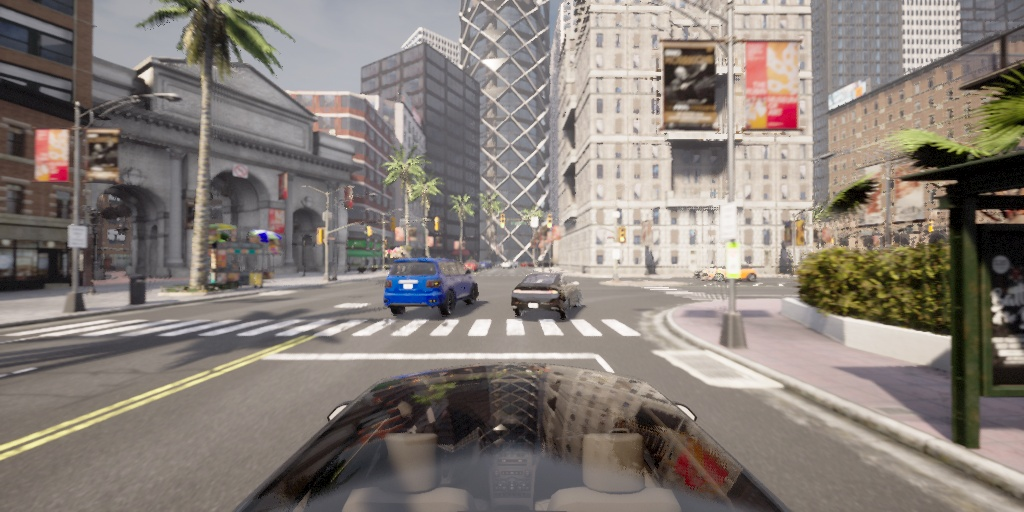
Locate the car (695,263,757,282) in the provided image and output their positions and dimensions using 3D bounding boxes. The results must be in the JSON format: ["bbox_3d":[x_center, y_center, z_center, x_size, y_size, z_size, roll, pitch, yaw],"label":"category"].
[{"bbox_3d":[20.212,1.489,33.615,4.553,1.767,2.097,0,-1,0],"label":"car"}]

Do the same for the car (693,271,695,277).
[{"bbox_3d":[21.357,1.684,37.123,4.892,1.490,1.837,0,-1,0],"label":"car"}]

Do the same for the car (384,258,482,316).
[{"bbox_3d":[-2.997,1.124,14.335,2.150,2.045,5.566,-1,-1,8],"label":"car"}]

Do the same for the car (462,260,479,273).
[{"bbox_3d":[-7.002,1.693,61.019,2.150,2.045,5.566,0,-1,0],"label":"car"}]

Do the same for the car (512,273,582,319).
[{"bbox_3d":[1.435,1.387,13.663,2.128,1.511,4.902,-1,-1,18],"label":"car"}]
